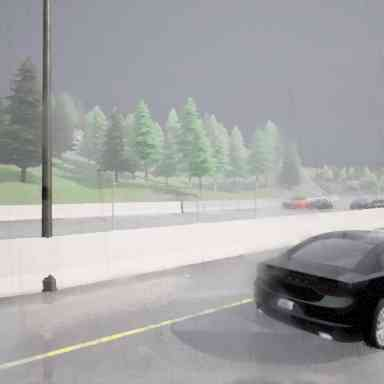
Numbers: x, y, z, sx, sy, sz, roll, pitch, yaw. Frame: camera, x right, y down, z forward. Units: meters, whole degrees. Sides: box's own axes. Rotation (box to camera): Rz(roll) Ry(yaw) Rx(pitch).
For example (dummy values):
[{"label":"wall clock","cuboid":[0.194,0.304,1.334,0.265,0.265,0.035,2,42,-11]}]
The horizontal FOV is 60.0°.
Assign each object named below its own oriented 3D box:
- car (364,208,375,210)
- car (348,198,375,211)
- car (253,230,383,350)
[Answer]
[{"label":"car","cuboid":[19.961,1.503,35.315,1.837,1.490,4.892,0,-1,44]},{"label":"car","cuboid":[21.386,1.522,41.836,1.812,1.442,4.674,0,0,42]},{"label":"car","cuboid":[3.346,1.477,6.326,5.008,1.535,1.882,0,0,-37]}]
